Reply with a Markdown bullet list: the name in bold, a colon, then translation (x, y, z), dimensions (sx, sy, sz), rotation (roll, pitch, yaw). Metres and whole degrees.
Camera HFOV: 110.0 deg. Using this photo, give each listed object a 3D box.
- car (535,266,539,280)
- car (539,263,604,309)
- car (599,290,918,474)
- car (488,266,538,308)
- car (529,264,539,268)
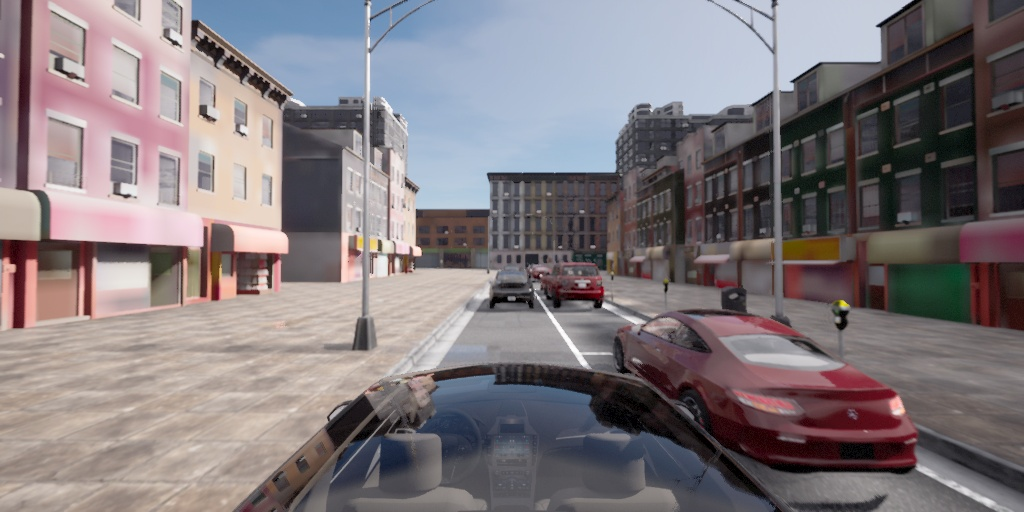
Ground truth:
- **car**: translation (2.618, 1.487, 21.323), dimensions (1.888, 1.381, 4.507), rotation (0, 0, 0)
- **car**: translation (2.624, 1.201, 15.819), dimensions (2.192, 1.841, 5.009), rotation (0, 0, 0)
- **car**: translation (2.636, 1.361, 4.813), dimensions (1.802, 1.307, 4.207), rotation (0, 0, 0)
- **car**: translation (-0.012, 1.398, 16.149), dimensions (1.837, 1.490, 4.892), rotation (0, 0, 0)
- **car**: translation (2.606, 1.600, 32.330), dimensions (1.888, 1.381, 4.507), rotation (0, 0, 0)
